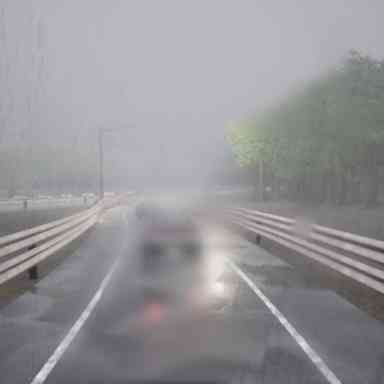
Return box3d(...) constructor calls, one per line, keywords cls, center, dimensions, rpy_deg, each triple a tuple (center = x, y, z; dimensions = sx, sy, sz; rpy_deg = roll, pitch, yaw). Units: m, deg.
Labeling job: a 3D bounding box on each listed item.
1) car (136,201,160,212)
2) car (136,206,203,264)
box3d(cls="car", center=(-3.599, 1.472, 27.688), dimensions=(1.994, 1.385, 4.181), rpy_deg=(0, 0, -11))
box3d(cls="car", center=(-0.770, 1.462, 11.726), dimensions=(2.128, 1.511, 4.902), rpy_deg=(0, 0, -6))
